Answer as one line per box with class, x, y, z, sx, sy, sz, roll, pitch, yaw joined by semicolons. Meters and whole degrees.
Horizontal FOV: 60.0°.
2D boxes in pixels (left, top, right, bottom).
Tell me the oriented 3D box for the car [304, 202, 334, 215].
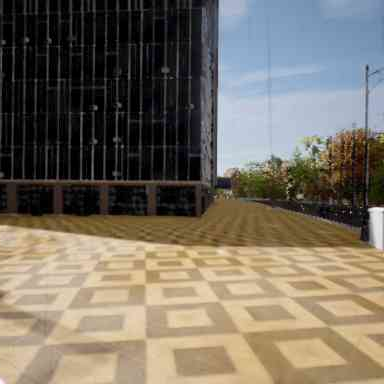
car;13.511;1.712;35.589;1.895;1.301;4.718;1;0;5
